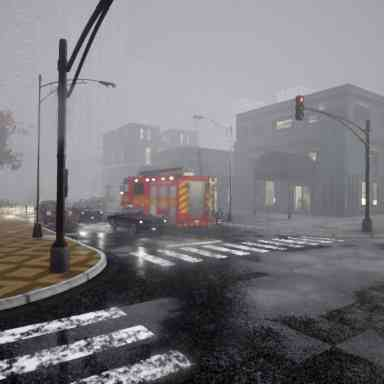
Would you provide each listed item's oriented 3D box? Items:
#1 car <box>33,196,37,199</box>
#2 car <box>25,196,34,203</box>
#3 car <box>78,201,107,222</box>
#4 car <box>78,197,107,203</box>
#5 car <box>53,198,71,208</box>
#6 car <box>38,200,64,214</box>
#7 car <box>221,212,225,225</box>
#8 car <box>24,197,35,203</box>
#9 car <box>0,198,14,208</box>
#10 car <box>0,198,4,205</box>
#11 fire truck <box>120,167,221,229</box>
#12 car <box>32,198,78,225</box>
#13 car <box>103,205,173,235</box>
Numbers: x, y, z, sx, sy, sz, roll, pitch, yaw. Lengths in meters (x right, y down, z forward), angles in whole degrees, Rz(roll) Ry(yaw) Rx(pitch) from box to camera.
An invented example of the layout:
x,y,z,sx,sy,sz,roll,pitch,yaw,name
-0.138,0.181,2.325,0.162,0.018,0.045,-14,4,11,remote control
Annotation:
x,y,z,sx,sy,sz,roll,pitch,yaw,name
-31.822,1.944,70.712,1.752,1.417,4.829,1,-1,-35,car
-38.055,1.788,79.695,2.192,1.841,5.009,1,-1,-35,car
-8.989,1.702,27.668,1.895,1.301,4.718,1,-1,-35,car
-12.665,1.573,43.263,2.192,1.841,5.009,1,-1,-35,car
-22.230,1.778,56.893,1.967,1.590,4.097,1,-1,-35,car
-16.234,1.664,38.140,1.837,1.490,4.892,1,0,-34,car
0.597,1.700,24.230,2.008,1.369,4.403,1,-1,-35,car
-41.222,2.051,84.253,2.008,1.369,4.403,1,-1,-35,car
-29.016,1.738,51.973,1.752,1.417,4.829,1,-1,-35,car
-38.608,1.860,65.793,1.947,1.339,4.313,1,-1,-35,car
-2.008,0.464,23.096,2.891,3.827,8.468,1,-1,-35,fire truck
-10.228,1.492,24.680,1.967,1.590,4.097,1,-1,-35,car
-3.270,1.655,19.424,1.895,1.301,4.718,1,-1,-35,car
